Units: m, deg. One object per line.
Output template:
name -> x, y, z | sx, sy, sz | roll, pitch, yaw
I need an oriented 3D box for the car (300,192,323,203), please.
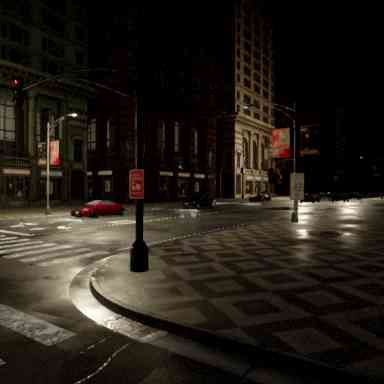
car -> 17.242, 0.912, 48.590 | 1.994, 1.385, 4.181 | 0, 1, 35

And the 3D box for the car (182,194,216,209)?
car -> 0.814, 1.056, 37.026 | 1.837, 1.490, 4.892 | 0, 1, 35

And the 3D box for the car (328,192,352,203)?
car -> 22.439, 0.834, 50.303 | 1.812, 1.442, 4.674 | 0, 1, 36

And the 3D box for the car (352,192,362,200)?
car -> 29.593, 0.676, 60.380 | 1.812, 1.442, 4.674 | 0, 1, 35

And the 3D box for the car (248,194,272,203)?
car -> 10.284, 0.950, 50.229 | 1.895, 1.301, 4.718 | 0, 1, 36

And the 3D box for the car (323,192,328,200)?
car -> 22.983, 0.714, 56.673 | 2.128, 1.511, 4.902 | 0, 1, 35

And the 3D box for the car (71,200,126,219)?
car -> -7.181, 1.292, 25.782 | 1.994, 1.385, 4.181 | 0, 1, 35
